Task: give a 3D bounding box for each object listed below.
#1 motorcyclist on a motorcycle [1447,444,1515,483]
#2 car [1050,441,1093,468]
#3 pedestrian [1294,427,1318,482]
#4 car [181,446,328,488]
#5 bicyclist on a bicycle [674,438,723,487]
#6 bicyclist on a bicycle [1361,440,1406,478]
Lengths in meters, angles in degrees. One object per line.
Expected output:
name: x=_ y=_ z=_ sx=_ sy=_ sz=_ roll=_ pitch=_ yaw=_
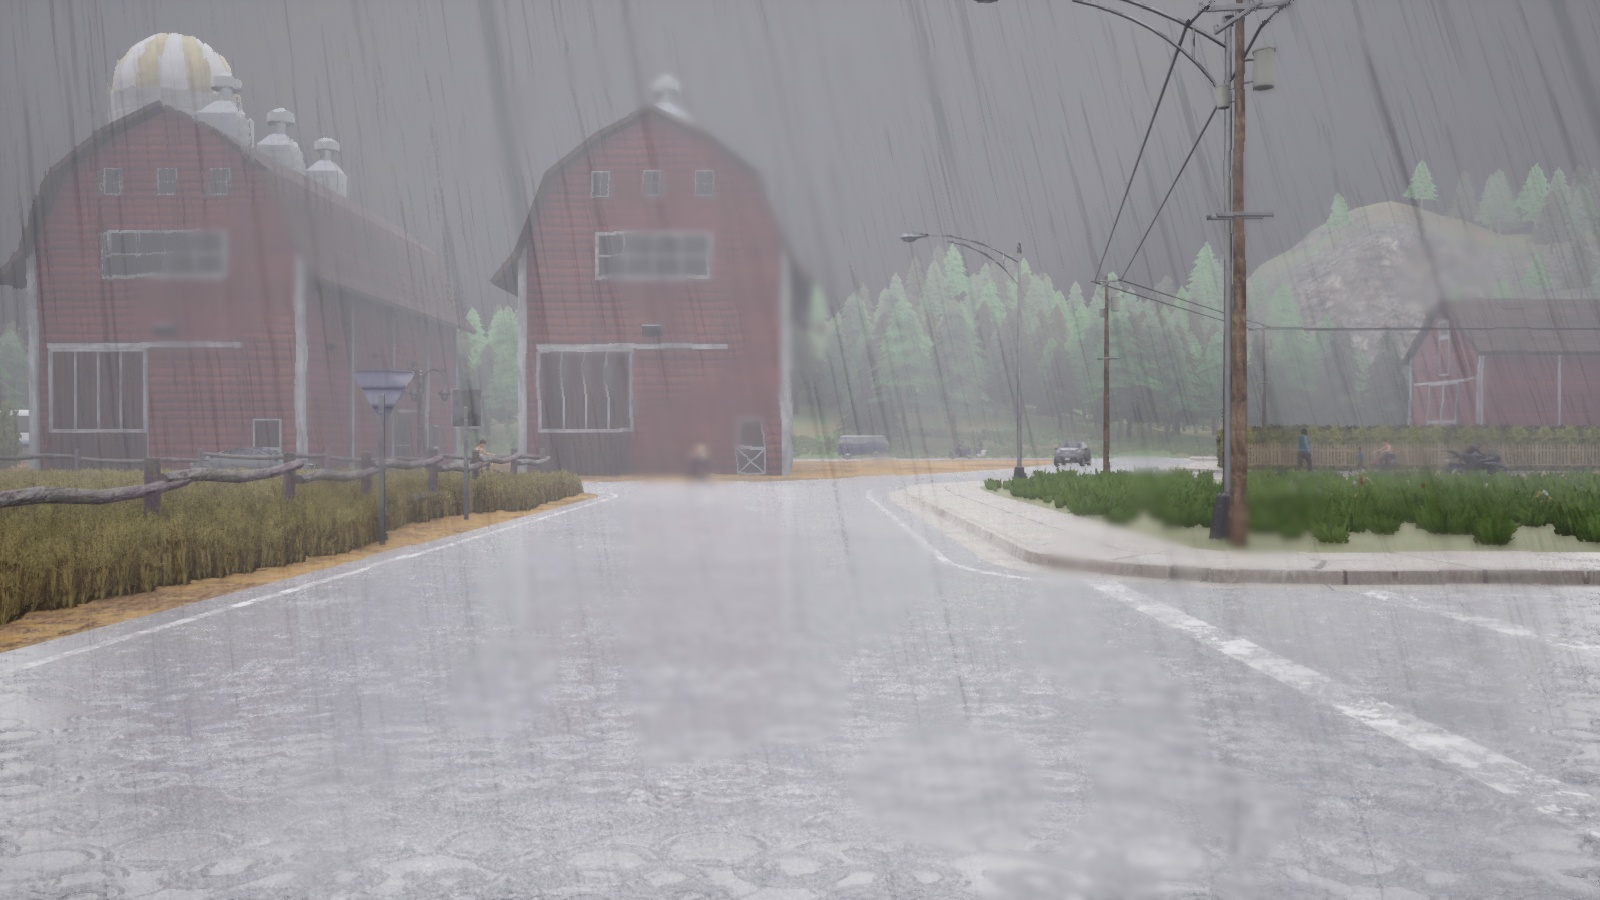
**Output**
motorcyclist on a motorcycle: x=27.250 y=0.520 z=50.284 sx=2.191 sy=1.530 sz=0.866 roll=0 pitch=2 yaw=11
car: x=15.528 y=0.229 z=71.605 sx=1.845 sy=1.501 sz=3.633 roll=0 pitch=0 yaw=21
pedestrian: x=17.956 y=0.161 z=44.542 sx=0.692 sy=1.930 sz=0.396 roll=0 pitch=0 yaw=-21
car: x=-18.576 y=0.553 z=42.928 sx=4.181 sy=1.385 sz=1.994 roll=0 pitch=0 yaw=-4
bicyclist on a bicycle: x=-3.452 y=0.426 z=42.767 sx=0.866 sy=1.612 sz=1.509 roll=-3 pitch=2 yaw=-43
bicyclist on a bicycle: x=25.148 y=0.398 z=54.147 sx=1.509 sy=1.612 sz=0.866 roll=0 pitch=0 yaw=1
